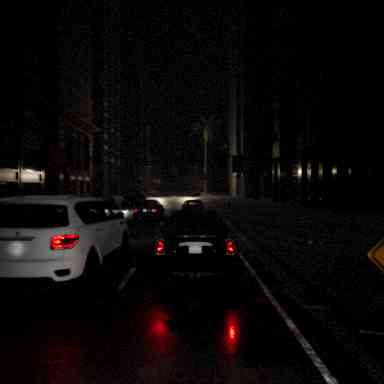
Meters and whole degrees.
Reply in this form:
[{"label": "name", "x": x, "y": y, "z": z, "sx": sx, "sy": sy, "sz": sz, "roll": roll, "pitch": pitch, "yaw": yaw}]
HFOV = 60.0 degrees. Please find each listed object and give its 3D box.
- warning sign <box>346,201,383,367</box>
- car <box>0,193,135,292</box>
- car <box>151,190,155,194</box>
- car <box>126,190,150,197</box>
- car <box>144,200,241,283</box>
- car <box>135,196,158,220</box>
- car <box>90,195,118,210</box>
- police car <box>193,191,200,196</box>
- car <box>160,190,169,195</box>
[{"label": "warning sign", "x": 2.852, "y": 1.068, "z": 4.216, "sx": 1.300, "sy": 1.860, "sz": 1.060, "roll": 0, "pitch": 1, "yaw": 0}, {"label": "car", "x": -3.175, "y": 1.117, "z": 8.779, "sx": 2.150, "sy": 2.045, "sz": 5.566, "roll": 0, "pitch": 0, "yaw": 1}, {"label": "car", "x": -9.730, "y": 0.372, "z": 78.061, "sx": 1.895, "sy": 1.301, "sz": 4.718, "roll": 0, "pitch": 1, "yaw": 0}, {"label": "car", "x": -6.585, "y": 0.809, "z": 38.000, "sx": 2.150, "sy": 2.045, "sz": 5.566, "roll": 0, "pitch": 1, "yaw": 0}, {"label": "car", "x": 0.084, "y": 1.251, "z": 9.465, "sx": 2.097, "sy": 1.767, "sz": 4.553, "roll": 0, "pitch": 1, "yaw": 0}, {"label": "car", "x": -3.158, "y": 1.277, "z": 24.858, "sx": 2.033, "sy": 1.411, "sz": 5.357, "roll": 0, "pitch": 1, "yaw": 0}, {"label": "car", "x": -9.839, "y": 1.119, "z": 37.542, "sx": 1.812, "sy": 1.442, "sz": 4.674, "roll": 0, "pitch": 1, "yaw": 0}, {"label": "police car", "x": 1.160, "y": 0.524, "z": 84.327, "sx": 1.930, "sy": 1.638, "sz": 5.238, "roll": 0, "pitch": 1, "yaw": 0}, {"label": "car", "x": -6.479, "y": 0.250, "z": 78.505, "sx": 1.882, "sy": 1.535, "sz": 5.008, "roll": 0, "pitch": 1, "yaw": 0}]
